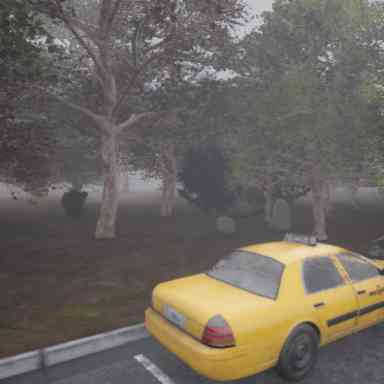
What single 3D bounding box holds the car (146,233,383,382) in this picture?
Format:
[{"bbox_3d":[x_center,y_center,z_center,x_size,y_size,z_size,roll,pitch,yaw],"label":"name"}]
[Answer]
[{"bbox_3d":[1.936,1.461,5.411,5.366,1.575,1.946,0,1,-33],"label":"car"}]
